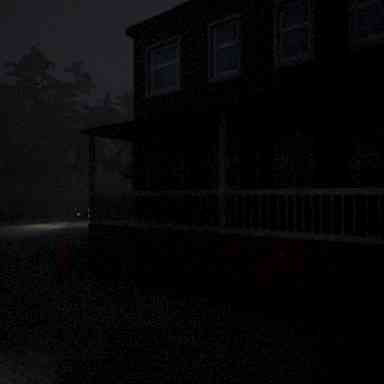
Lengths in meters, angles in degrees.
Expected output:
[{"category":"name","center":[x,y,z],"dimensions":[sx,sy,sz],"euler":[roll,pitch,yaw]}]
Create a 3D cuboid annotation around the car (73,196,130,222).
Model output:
[{"category":"car","center":[-7.245,1.385,28.165],"dimensions":[2.150,2.045,5.566],"euler":[-1,0,35]}]
